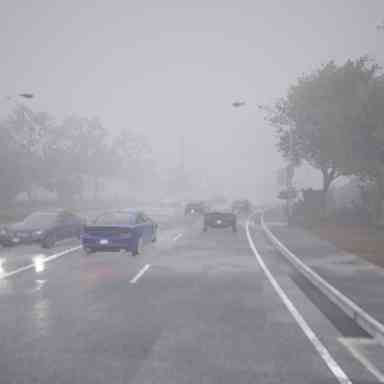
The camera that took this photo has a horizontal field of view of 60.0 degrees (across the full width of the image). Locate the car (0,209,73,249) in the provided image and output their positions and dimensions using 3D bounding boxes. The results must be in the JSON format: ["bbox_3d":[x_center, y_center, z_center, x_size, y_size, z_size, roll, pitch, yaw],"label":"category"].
[{"bbox_3d":[-6.206,1.494,14.495,1.812,1.442,4.674,0,0,6],"label":"car"}]

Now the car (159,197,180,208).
[{"bbox_3d":[-2.978,1.471,46.395,1.812,1.442,4.674,0,0,18],"label":"car"}]

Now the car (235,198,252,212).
[{"bbox_3d":[5.730,1.489,38.334,2.128,1.511,4.902,0,0,16],"label":"car"}]

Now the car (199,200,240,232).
[{"bbox_3d":[1.810,1.471,20.415,1.882,1.535,5.008,0,0,8],"label":"car"}]

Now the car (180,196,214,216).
[{"bbox_3d":[0.596,1.484,32.522,1.837,1.490,4.892,0,0,13],"label":"car"}]

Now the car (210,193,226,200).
[{"bbox_3d":[4.133,1.183,55.640,2.150,2.045,5.566,0,0,23],"label":"car"}]

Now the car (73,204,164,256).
[{"bbox_3d":[-2.625,1.460,13.225,1.882,1.535,5.008,0,0,5],"label":"car"}]
